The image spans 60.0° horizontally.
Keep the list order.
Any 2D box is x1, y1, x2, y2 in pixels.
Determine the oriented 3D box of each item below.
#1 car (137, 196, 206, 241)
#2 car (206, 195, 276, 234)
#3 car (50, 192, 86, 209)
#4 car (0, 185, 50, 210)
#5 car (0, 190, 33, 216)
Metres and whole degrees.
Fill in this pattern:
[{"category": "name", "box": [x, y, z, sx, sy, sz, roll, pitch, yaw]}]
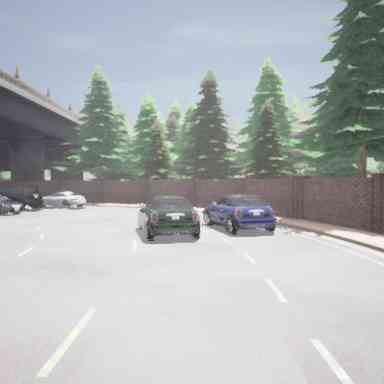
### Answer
[{"category": "car", "box": [-1.168, 0.949, 14.629, 2.097, 1.767, 4.553, -1, 2, -15]}, {"category": "car", "box": [2.146, 0.905, 16.229, 2.097, 1.767, 4.553, -1, 2, -16]}, {"category": "car", "box": [-11.721, 0.704, 29.971, 4.674, 1.442, 1.812, 1, 1, 23]}, {"category": "car", "box": [-15.057, 0.463, 27.631, 5.566, 2.045, 2.150, 1, 1, 19]}, {"category": "car", "box": [-13.900, 0.858, 23.065, 4.902, 1.511, 2.128, 1, 2, 22]}]
